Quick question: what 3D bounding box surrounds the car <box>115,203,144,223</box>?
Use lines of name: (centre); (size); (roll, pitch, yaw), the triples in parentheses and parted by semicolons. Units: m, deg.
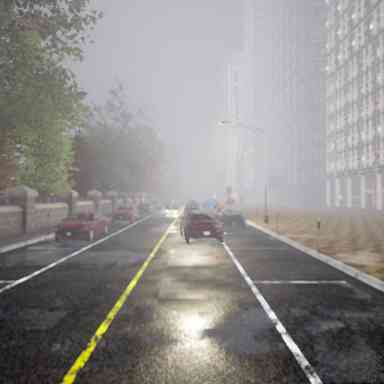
car: (-5.703, 1.836, 28.877); (1.887, 1.381, 4.507); (0, -1, 0)

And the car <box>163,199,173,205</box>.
car: (-5.725, 2.414, 79.564); (1.947, 1.339, 4.313); (0, -1, 0)

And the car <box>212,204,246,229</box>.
car: (2.680, 1.786, 23.248); (2.008, 1.369, 4.403); (0, -1, 0)

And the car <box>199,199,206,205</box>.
car: (2.652, 2.497, 85.199); (1.802, 1.307, 4.206); (0, -1, 0)

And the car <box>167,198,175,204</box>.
car: (-5.731, 2.422, 90.828); (1.967, 1.590, 4.097); (0, -1, 0)

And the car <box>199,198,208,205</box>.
car: (2.655, 2.289, 79.570); (1.967, 1.590, 4.097); (0, -1, 0)

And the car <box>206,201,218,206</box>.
car: (2.675, 1.933, 34.512); (1.802, 1.307, 4.206); (0, -1, 0)

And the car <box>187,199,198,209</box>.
car: (0.075, 2.135, 59.933); (1.837, 1.490, 4.892); (0, 0, 0)

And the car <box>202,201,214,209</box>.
car: (2.665, 2.178, 57.039); (1.802, 1.307, 4.206); (0, -1, 0)

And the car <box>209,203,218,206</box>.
car: (2.677, 1.875, 28.880); (1.802, 1.307, 4.206); (0, -1, 0)

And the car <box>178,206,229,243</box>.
car: (0.435, 1.699, 17.202); (1.812, 1.442, 4.674); (0, 0, -6)

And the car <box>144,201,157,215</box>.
car: (-5.708, 1.955, 40.141); (1.887, 1.381, 4.507); (0, -1, 0)

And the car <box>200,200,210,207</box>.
car: (2.660, 2.304, 68.304); (1.802, 1.307, 4.206); (0, -1, 0)

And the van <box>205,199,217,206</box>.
van: (2.670, 1.813, 45.780); (1.690, 1.788, 3.998); (0, -1, 0)

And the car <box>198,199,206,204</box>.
car: (2.649, 2.534, 90.831); (2.008, 1.369, 4.403); (0, -1, 0)

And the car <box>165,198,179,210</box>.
car: (-3.072, 2.028, 51.756); (2.128, 1.511, 4.902); (0, -1, 0)

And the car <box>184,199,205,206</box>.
car: (0.081, 1.886, 38.665); (2.128, 1.511, 4.902); (0, -1, 0)

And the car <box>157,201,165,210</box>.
car: (-5.713, 2.056, 51.235); (1.752, 1.417, 4.829); (0, -1, 0)

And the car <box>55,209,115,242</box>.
car: (-5.698, 1.722, 17.613); (1.887, 1.381, 4.507); (0, -1, 0)
